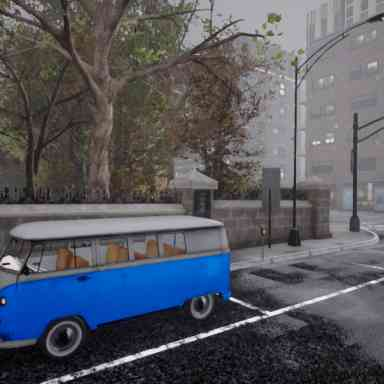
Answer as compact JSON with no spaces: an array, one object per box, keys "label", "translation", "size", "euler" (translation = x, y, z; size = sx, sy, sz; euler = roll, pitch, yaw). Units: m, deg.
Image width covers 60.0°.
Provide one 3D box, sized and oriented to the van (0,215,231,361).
[{"label":"van","translation":[-1.188,1.342,5.642],"size":[3.998,1.788,1.690],"euler":[0,1,-35]}]
